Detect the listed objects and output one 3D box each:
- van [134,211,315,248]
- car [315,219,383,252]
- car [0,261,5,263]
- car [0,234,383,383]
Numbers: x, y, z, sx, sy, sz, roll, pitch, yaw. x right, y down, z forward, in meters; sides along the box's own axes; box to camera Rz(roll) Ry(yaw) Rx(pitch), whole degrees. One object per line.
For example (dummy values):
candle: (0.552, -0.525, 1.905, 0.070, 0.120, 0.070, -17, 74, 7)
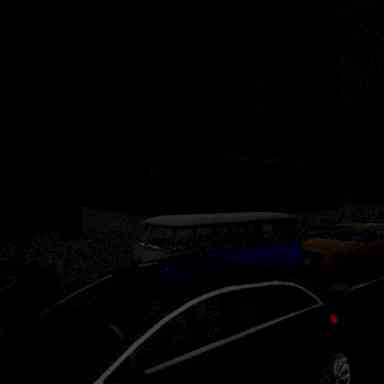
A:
van: (0.628, 1.341, 7.100, 3.998, 1.788, 1.690, 0, 0, -35)
car: (4.917, 1.526, 10.158, 4.829, 1.417, 1.752, 0, 0, -35)
car: (-3.799, 1.566, 3.942, 4.313, 1.339, 1.947, 0, 0, -35)
car: (-0.265, 1.491, 3.191, 4.902, 1.511, 2.128, 0, 0, -35)
